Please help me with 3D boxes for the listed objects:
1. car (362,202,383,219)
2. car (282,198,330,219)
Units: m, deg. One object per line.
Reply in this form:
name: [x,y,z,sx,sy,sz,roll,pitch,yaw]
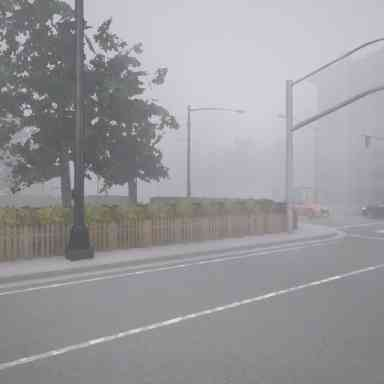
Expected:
car: [16.260,1.353,26.795,2.097,1.767,4.553,0,0,-35]
car: [9.849,1.352,29.547,2.097,1.767,4.553,0,0,-35]
